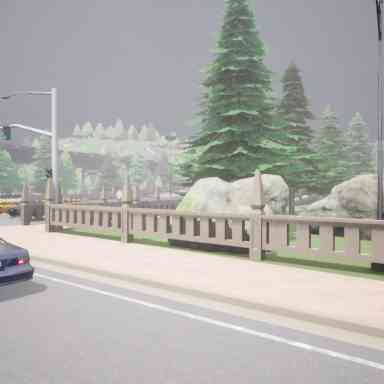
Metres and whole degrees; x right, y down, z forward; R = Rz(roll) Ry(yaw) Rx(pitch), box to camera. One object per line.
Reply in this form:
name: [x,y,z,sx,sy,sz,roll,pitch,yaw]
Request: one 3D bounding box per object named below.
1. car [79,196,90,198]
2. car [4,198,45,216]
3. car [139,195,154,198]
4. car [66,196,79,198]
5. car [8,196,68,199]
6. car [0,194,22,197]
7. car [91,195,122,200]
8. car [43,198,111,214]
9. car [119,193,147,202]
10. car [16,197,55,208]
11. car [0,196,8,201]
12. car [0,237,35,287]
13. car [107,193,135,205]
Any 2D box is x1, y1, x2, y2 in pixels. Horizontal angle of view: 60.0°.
car: [-18.465,1.352,50.602,2.097,1.767,4.553,0,0,35]
car: [-14.861,1.564,31.310,1.994,1.385,4.181,0,0,36]
car: [-8.601,1.290,58.346,2.128,1.511,4.902,0,2,36]
car: [-18.327,1.477,44.801,1.882,1.535,5.008,0,0,36]
car: [-16.266,1.492,35.344,2.128,1.511,4.902,0,0,36]
car: [-24.134,1.221,42.727,2.150,2.045,5.566,0,0,36]
car: [-12.979,1.334,52.247,2.097,1.767,4.553,0,1,36]
car: [-10.647,1.547,31.168,2.033,1.411,5.357,0,0,36]
car: [-11.650,1.131,66.059,2.033,1.411,5.357,0,3,36]
car: [-23.355,1.505,49.795,1.837,1.490,4.892,0,0,36]
car: [-23.884,1.491,37.092,2.128,1.511,4.902,0,0,36]
car: [-6.069,1.547,8.293,5.357,1.411,2.033,0,0,36]
car: [-12.560,1.217,58.840,2.097,1.767,4.553,0,2,36]
